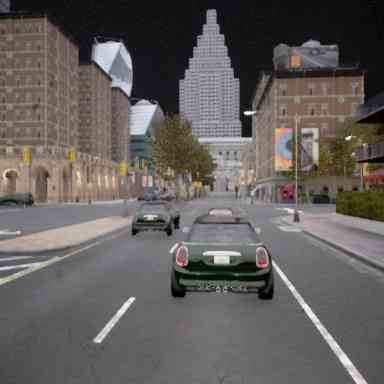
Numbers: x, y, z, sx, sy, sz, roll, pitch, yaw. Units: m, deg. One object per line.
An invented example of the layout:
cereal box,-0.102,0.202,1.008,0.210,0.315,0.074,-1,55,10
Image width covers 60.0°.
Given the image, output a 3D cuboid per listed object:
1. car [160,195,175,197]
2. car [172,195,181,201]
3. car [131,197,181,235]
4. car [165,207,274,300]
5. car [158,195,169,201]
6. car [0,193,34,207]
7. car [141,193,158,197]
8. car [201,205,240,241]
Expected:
car,-5.420,1.429,72.164,1.882,1.535,5.008,0,0,5
car,-4.090,1.536,87.590,1.895,1.301,4.718,0,0,5
car,-1.895,1.340,18.768,2.097,1.767,4.553,0,0,5
car,0.761,1.346,8.628,2.097,1.767,4.553,0,0,5
car,-7.546,1.480,88.249,2.033,1.411,5.357,0,0,5
car,-26.707,1.189,50.145,5.566,2.045,2.150,0,0,5
car,-8.911,1.176,72.419,2.150,2.045,5.566,0,0,5
car,1.538,1.514,17.640,1.812,1.442,4.674,0,0,6
